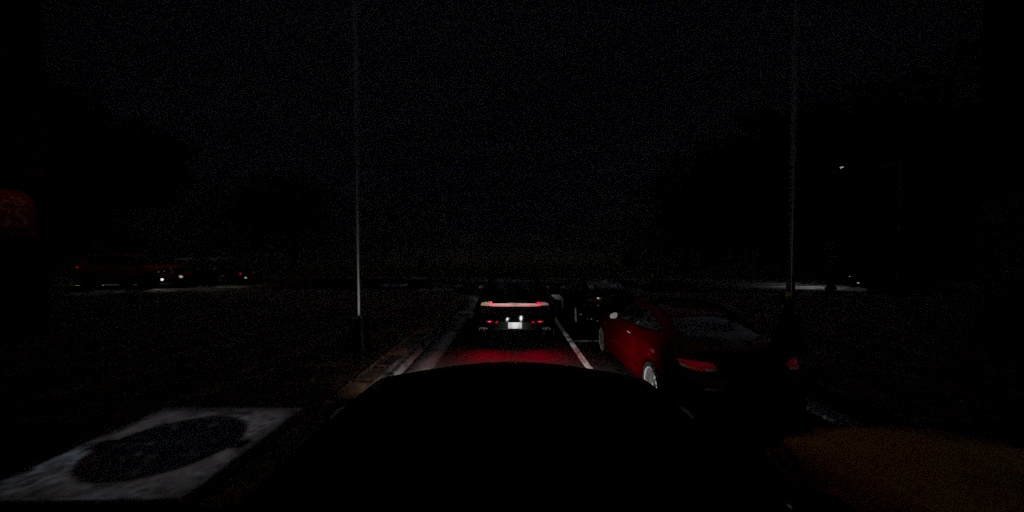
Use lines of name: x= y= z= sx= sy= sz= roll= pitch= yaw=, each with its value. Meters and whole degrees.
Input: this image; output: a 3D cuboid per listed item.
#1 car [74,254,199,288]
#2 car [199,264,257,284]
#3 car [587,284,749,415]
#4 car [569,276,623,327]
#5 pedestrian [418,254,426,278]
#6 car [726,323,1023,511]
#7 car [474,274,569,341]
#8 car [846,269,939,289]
car: x=-22.774 y=0.896 z=21.642 sx=5.566 sy=2.045 sz=2.150 roll=0 pitch=1 yaw=0
car: x=-20.537 y=1.209 z=24.652 sx=4.718 sy=1.301 sz=1.895 roll=0 pitch=1 yaw=-1
car: x=2.627 y=1.327 z=5.861 sx=1.802 sy=1.307 sz=4.207 roll=0 pitch=0 yaw=0
car: x=2.613 y=1.289 z=11.393 sx=2.007 sy=1.370 sz=4.403 roll=0 pitch=0 yaw=0
pedestrian: x=-6.946 y=0.732 z=27.548 sx=0.375 sy=1.860 sz=0.375 roll=0 pitch=1 yaw=0
car: x=2.641 y=1.277 z=0.498 sx=1.751 sy=1.417 sz=4.829 roll=0 pitch=0 yaw=0
car: x=0.057 y=1.232 z=9.887 sx=2.128 sy=1.511 sz=4.902 roll=0 pitch=0 yaw=0
car: x=26.129 y=1.564 z=24.756 sx=4.718 sy=1.301 sz=1.895 roll=1 pitch=1 yaw=0
